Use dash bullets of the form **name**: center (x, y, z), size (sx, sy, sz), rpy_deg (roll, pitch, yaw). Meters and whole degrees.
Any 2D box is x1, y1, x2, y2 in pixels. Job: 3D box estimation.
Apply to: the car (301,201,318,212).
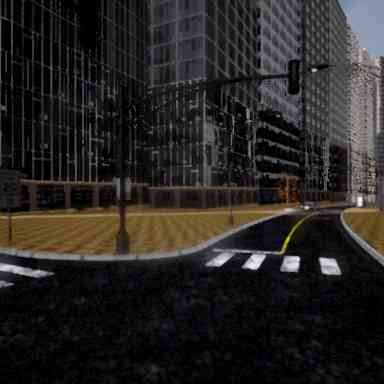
- **car**: center (17.288, 2.113, 48.895), size (2.128, 1.511, 4.902), rpy_deg (0, -1, 28)
